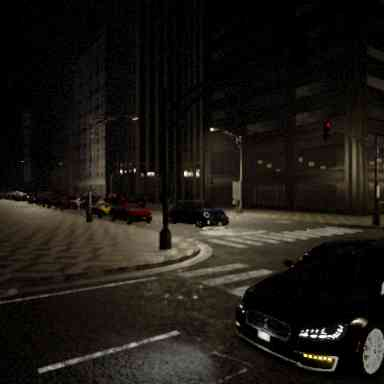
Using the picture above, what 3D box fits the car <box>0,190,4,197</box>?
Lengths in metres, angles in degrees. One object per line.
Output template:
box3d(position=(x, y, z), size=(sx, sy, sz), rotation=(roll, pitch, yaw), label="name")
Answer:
box3d(position=(-44.050, 0.882, 79.038), size=(1.887, 1.381, 4.507), rotation=(1, 0, -36), label="car")

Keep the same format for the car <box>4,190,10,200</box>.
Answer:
box3d(position=(-37.461, 0.769, 69.919), size=(2.192, 1.841, 5.009), rotation=(1, 0, -36), label="car")

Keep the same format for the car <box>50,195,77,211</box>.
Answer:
box3d(position=(-14.409, 1.382, 38.003), size=(1.887, 1.381, 4.507), rotation=(1, 0, -36), label="car")

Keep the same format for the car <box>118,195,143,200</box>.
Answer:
box3d(position=(-7.497, 1.395, 42.994), size=(1.947, 1.339, 4.313), rotation=(1, 0, -36), label="car")

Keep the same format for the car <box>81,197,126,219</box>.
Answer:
box3d(position=(-7.722, 1.460, 28.746), size=(1.752, 1.417, 4.829), rotation=(1, 0, -36), label="car")

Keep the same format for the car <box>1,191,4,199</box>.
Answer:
box3d(position=(-40.757, 0.947, 74.479), size=(2.008, 1.369, 4.403), rotation=(1, 0, -36), label="car")

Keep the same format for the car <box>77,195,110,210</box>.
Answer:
box3d(position=(-11.301, 1.412, 38.410), size=(1.994, 1.385, 4.181), rotation=(0, 1, -36), label="car")

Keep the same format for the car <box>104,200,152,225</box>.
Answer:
box3d(position=(-4.528, 1.524, 24.324), size=(1.887, 1.381, 4.507), rotation=(1, 0, -36), label="car")

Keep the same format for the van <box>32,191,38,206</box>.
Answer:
box3d(position=(-20.994, 1.076, 47.122), size=(1.690, 1.788, 3.998), rotation=(1, 0, -36), label="van")

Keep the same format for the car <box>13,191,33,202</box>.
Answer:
box3d(position=(-30.875, 1.009, 60.801), size=(1.967, 1.590, 4.097), rotation=(1, 0, -36), label="car")

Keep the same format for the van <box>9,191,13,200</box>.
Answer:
box3d(position=(-34.167, 0.853, 65.360), size=(1.690, 1.788, 3.998), rotation=(1, 0, -36), label="van")

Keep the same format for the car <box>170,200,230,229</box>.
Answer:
box3d(position=(0.430, 1.367, 22.158), size=(2.097, 1.767, 4.553), rotation=(0, 0, -36), label="car")

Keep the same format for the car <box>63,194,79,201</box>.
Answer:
box3d(position=(-23.964, 1.143, 65.791), size=(1.802, 1.307, 4.206), rotation=(1, 0, -36), label="car")

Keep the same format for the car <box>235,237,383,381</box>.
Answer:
box3d(position=(2.890, 1.597, 5.625), size=(4.892, 1.490, 1.837), rotation=(1, 0, -35), label="car")

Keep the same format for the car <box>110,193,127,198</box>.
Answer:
box3d(position=(-10.787, 1.094, 47.553), size=(2.192, 1.841, 5.009), rotation=(1, 0, -36), label="car")

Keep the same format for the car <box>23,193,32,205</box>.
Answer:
box3d(position=(-24.290, 1.232, 51.682), size=(2.008, 1.369, 4.403), rotation=(1, 0, -36), label="car")

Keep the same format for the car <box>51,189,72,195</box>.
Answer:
box3d(position=(-20.394, 0.545, 51.156), size=(2.150, 2.045, 5.566), rotation=(0, 1, -36), label="car")

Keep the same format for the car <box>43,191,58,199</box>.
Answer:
box3d(position=(-33.840, 0.703, 79.467), size=(2.192, 1.841, 5.009), rotation=(1, 0, -36), label="car")

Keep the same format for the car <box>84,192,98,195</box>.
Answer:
box3d(position=(-17.374, 0.988, 56.671), size=(2.192, 1.841, 5.009), rotation=(1, 0, -36), label="car")

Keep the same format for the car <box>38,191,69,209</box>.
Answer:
box3d(position=(-17.700, 1.102, 42.562), size=(2.192, 1.841, 5.009), rotation=(1, 0, -36), label="car")
